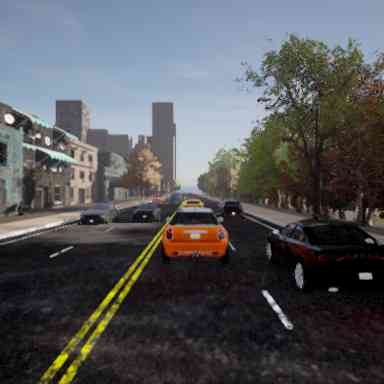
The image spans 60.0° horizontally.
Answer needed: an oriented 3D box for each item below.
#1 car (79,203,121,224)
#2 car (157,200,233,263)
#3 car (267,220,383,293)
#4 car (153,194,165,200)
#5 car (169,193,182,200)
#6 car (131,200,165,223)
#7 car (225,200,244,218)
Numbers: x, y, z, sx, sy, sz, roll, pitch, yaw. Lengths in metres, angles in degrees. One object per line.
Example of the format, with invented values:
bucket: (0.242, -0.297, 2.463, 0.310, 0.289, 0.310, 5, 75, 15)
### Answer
car: (-6.601, 1.521, 24.501, 2.033, 1.411, 5.357, 0, 0, 0)
car: (0.099, 1.339, 12.130, 2.097, 1.767, 4.553, 0, 0, 0)
car: (3.348, 1.468, 8.887, 1.882, 1.535, 5.008, 0, 0, 0)
car: (-6.515, 1.276, 66.253, 2.097, 1.767, 4.553, 0, 0, 0)
car: (-3.259, 1.143, 66.608, 2.150, 2.045, 5.566, 0, 0, 0)
car: (-3.351, 1.536, 25.389, 1.994, 1.385, 4.181, 0, 0, 0)
car: (3.348, 1.473, 29.248, 1.837, 1.490, 4.892, 0, 0, 0)
